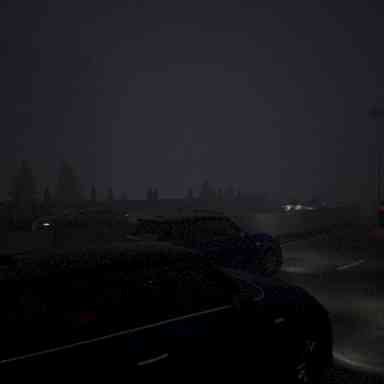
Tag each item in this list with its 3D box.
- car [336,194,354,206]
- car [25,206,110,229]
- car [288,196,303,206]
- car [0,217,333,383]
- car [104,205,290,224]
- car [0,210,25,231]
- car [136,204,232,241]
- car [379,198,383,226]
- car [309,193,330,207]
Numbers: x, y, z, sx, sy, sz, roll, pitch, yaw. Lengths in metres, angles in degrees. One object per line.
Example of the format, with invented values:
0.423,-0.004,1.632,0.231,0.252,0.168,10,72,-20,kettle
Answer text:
23.798,1.396,52.262,1.882,1.535,5.008,0,0,22,car
-5.725,1.517,17.546,4.902,1.511,2.128,0,0,-40,car
16.559,1.452,53.123,1.837,1.490,4.892,0,0,23,car
-0.454,1.354,3.665,4.553,1.767,2.097,0,0,-37,car
0.341,1.353,8.732,4.553,1.767,2.097,0,0,-38,car
-9.345,1.641,19.048,4.718,1.301,1.895,0,0,-39,car
-0.294,1.497,17.630,4.902,1.511,2.128,0,0,-43,car
14.190,1.172,22.360,2.150,2.045,5.566,0,0,40,car
18.859,1.158,49.614,2.150,2.045,5.566,0,0,25,car
